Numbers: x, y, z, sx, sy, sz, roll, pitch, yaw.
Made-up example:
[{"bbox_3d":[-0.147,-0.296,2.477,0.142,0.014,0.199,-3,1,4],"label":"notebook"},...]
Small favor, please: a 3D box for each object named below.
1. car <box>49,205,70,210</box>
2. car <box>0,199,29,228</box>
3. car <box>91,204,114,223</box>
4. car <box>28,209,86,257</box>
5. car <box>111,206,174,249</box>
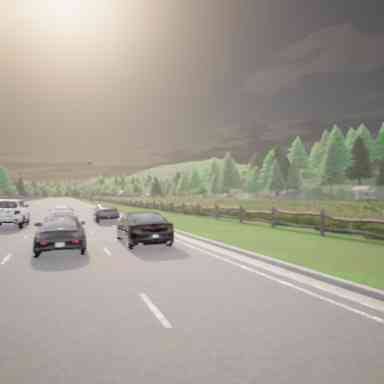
[{"bbox_3d":[-10.905,1.844,27.688,1.812,1.442,4.674,-1,0,-21],"label":"car"},{"bbox_3d":[-13.522,1.552,24.718,2.150,2.045,5.566,-1,0,-21],"label":"car"},{"bbox_3d":[-7.405,1.775,28.335,2.128,1.511,4.902,-1,0,-21],"label":"car"},{"bbox_3d":[-5.422,1.683,13.738,1.812,1.442,4.674,-1,0,-21],"label":"car"},{"bbox_3d":[-2.332,1.611,15.450,1.882,1.535,5.008,0,0,-21],"label":"car"}]
